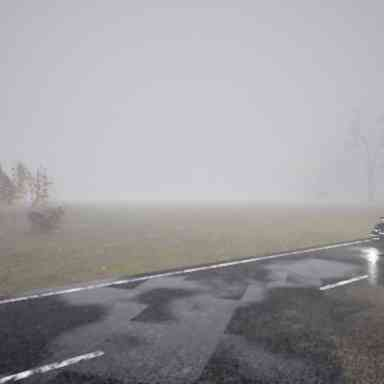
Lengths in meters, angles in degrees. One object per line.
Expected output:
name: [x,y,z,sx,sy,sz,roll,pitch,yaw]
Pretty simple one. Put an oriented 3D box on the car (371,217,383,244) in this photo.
car: [9.774,1.500,14.642,4.892,1.490,1.837,0,0,-35]
